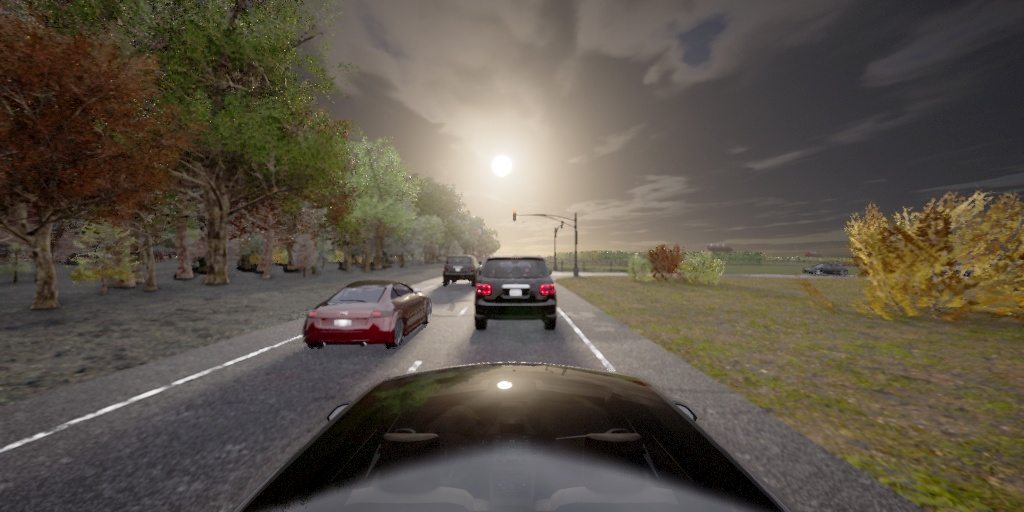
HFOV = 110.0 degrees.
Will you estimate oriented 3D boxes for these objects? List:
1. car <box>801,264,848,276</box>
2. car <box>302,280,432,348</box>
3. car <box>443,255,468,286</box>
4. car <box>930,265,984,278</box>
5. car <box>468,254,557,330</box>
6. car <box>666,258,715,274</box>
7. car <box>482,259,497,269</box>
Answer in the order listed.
[{"bbox_3d":[38.708,1.704,44.442,4.892,1.490,1.837,1,-1,0],"label":"car"},{"bbox_3d":[-3.402,1.310,9.216,1.994,1.385,4.181,0,0,0],"label":"car"},{"bbox_3d":[-3.405,0.959,25.207,2.150,2.045,5.566,0,0,0],"label":"car"},{"bbox_3d":[50.370,1.745,40.772,5.008,1.535,1.882,1,-1,1],"label":"car"},{"bbox_3d":[0.097,0.967,11.223,2.150,2.045,5.566,0,0,0],"label":"car"},{"bbox_3d":[22.217,1.239,44.529,5.566,2.045,2.150,1,-1,0],"label":"car"},{"bbox_3d":[-3.408,1.208,55.119,2.128,1.511,4.902,0,0,0],"label":"car"}]
